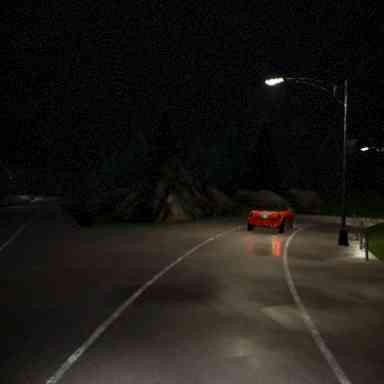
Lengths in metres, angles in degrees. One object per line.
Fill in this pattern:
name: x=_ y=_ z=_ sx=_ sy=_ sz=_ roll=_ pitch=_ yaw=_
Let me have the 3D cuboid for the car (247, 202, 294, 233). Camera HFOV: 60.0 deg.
car: x=4.970 y=1.391 z=20.518 sx=2.097 sy=1.767 sz=4.553 roll=2 pitch=0 yaw=25
